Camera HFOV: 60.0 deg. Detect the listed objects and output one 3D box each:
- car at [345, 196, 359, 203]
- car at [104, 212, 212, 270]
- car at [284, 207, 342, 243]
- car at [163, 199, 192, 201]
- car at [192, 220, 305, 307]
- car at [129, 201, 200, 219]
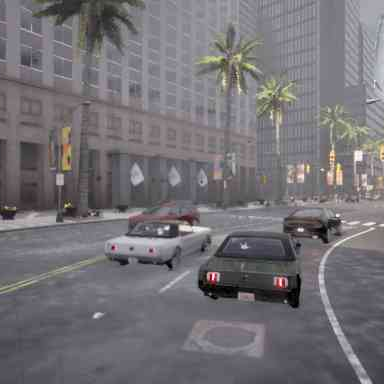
[{"bbox_3d":[34.834,1.513,72.205,2.161,1.482,4.786,0,0,40],"label":"car"},{"bbox_3d":[-0.816,1.601,11.241,1.895,1.301,4.718,0,0,21],"label":"car"},{"bbox_3d":[6.032,1.478,16.359,1.882,1.535,5.008,0,0,34],"label":"car"},{"bbox_3d":[-1.531,1.350,24.302,2.097,1.767,4.553,0,0,39],"label":"car"},{"bbox_3d":[1.668,1.601,8.107,1.895,1.301,4.718,0,0,18],"label":"car"},{"bbox_3d":[-1.407,1.477,18.271,1.882,1.535,5.008,0,0,33],"label":"car"}]
